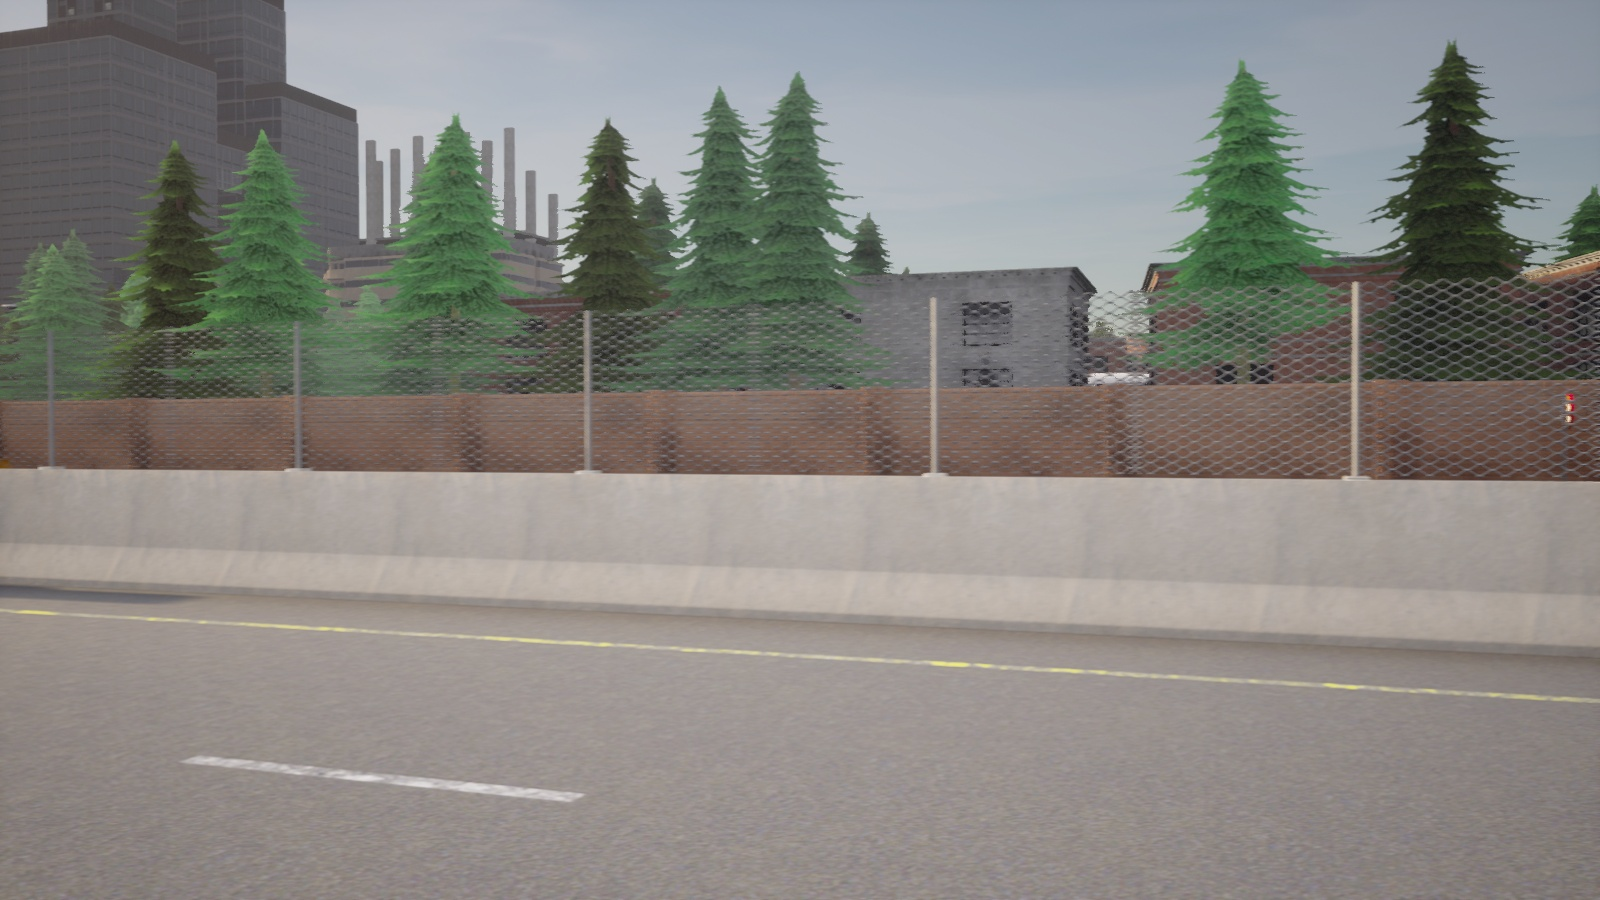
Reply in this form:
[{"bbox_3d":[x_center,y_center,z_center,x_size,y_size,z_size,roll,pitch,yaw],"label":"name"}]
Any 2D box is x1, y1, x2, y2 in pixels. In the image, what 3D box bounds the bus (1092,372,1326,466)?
[{"bbox_3d":[19.295,-1.475,59.894,10.273,4.253,3.944,0,1,16],"label":"bus"}]
